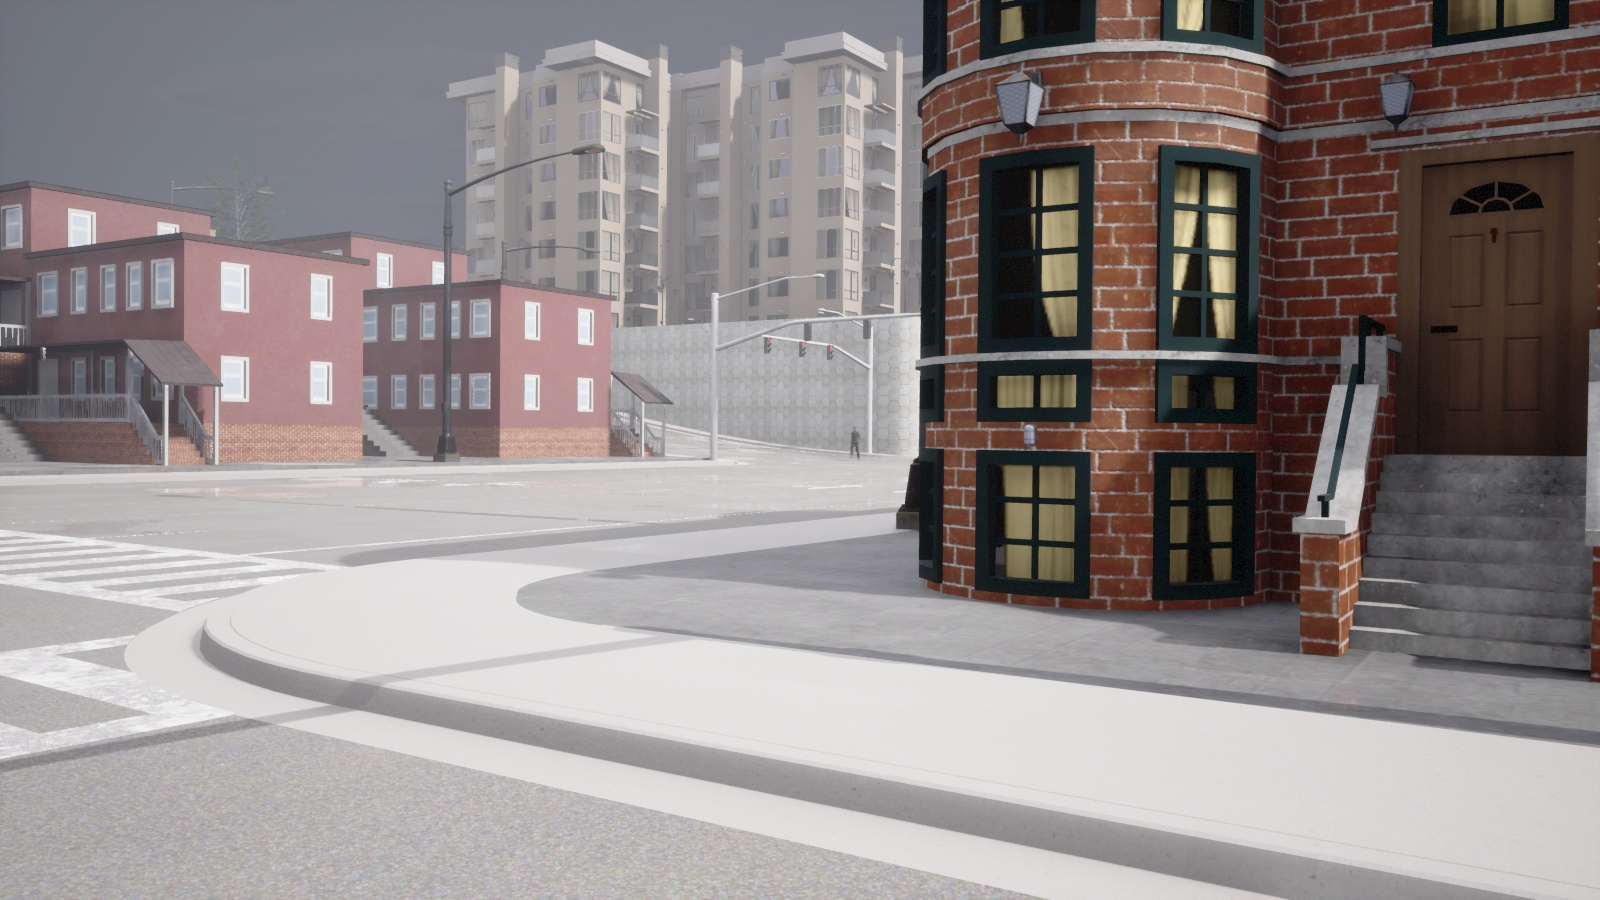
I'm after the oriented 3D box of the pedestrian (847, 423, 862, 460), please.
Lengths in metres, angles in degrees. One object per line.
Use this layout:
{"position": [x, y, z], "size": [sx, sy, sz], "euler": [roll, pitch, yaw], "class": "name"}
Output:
{"position": [2.893, -0.446, 66.756], "size": [0.423, 1.949, 0.788], "euler": [0, 1, 34], "class": "pedestrian"}
